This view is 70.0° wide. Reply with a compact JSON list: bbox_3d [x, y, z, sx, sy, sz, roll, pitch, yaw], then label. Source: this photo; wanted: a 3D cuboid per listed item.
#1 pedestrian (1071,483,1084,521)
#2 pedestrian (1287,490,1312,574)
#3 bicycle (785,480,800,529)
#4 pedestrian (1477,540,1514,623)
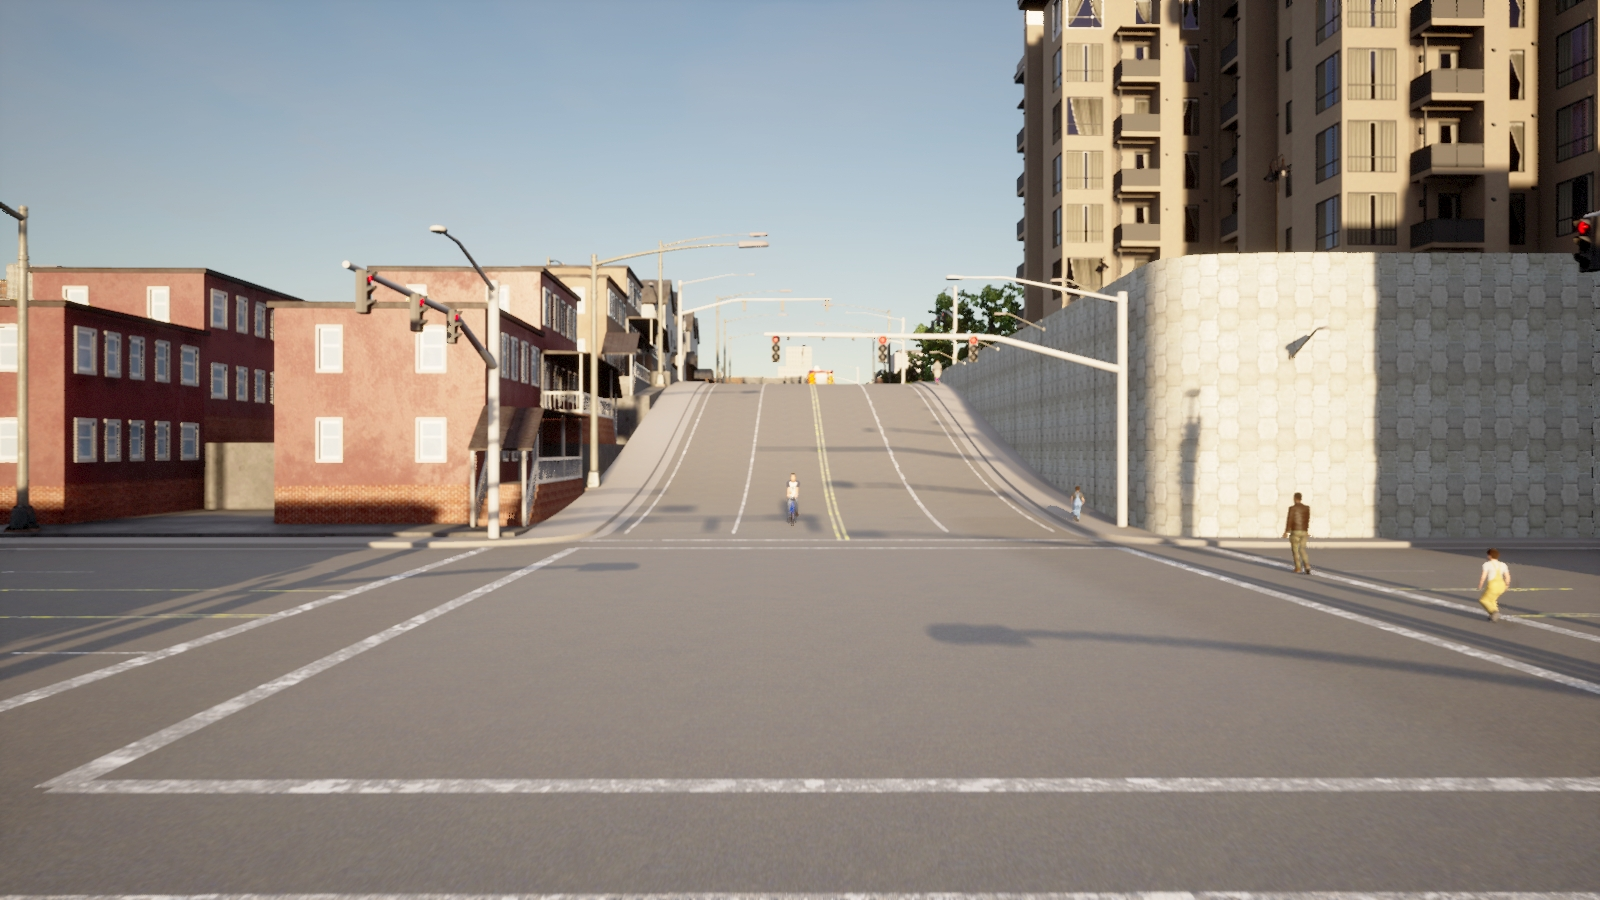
[{"bbox_3d":[9.564,1.785,39.400,0.375,1.300,0.375,0,0,6],"label":"pedestrian"},{"bbox_3d":[11.281,1.850,25.822,0.375,1.860,0.375,0,0,-6],"label":"pedestrian"},{"bbox_3d":[-0.241,1.848,39.321,0.373,1.521,1.643,0,3,5],"label":"bicycle"},{"bbox_3d":[11.290,2.130,18.553,0.375,1.300,0.375,0,0,-5],"label":"pedestrian"}]
